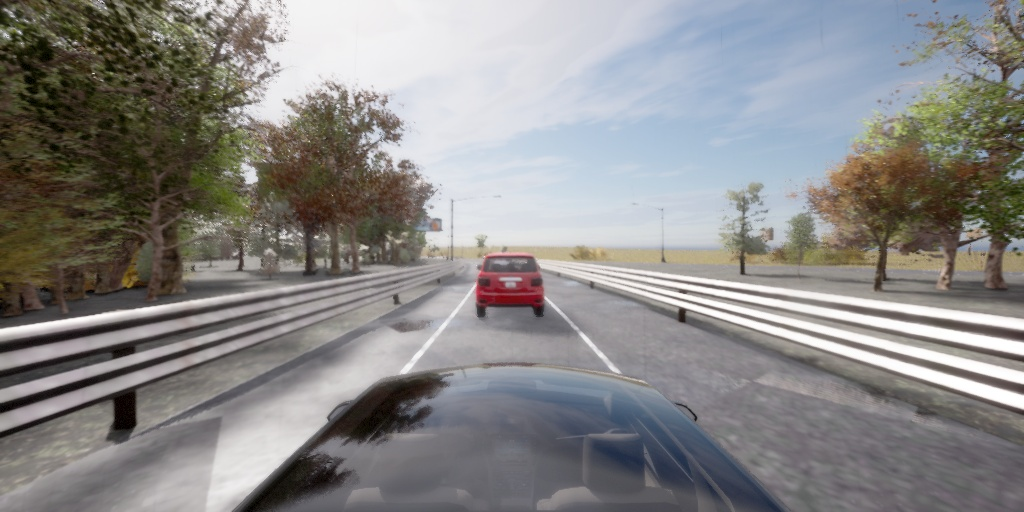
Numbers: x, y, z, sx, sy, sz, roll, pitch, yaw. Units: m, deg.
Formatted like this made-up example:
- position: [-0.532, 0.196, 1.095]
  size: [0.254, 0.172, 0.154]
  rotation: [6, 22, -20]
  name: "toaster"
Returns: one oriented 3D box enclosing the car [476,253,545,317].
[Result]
- position: [-0.104, 0.908, 13.055]
  size: [2.150, 2.045, 5.566]
  rotation: [0, 0, -1]
  name: "car"
